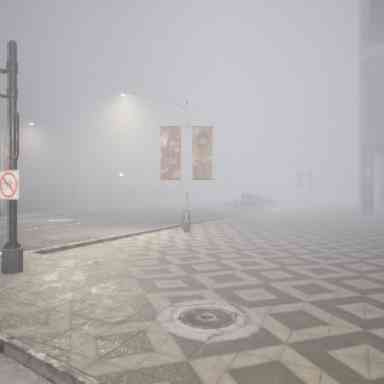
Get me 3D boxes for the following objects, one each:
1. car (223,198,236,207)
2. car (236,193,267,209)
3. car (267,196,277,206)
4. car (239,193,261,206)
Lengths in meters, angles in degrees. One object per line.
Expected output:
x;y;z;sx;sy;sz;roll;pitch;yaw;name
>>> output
6.221;1.570;49.020;1.895;1.301;4.718;0;0;27;car
8.270;1.189;45.801;2.150;2.045;5.566;0;0;27;car
12.794;1.449;55.126;2.128;1.511;4.902;0;0;26;car
9.888;1.183;56.582;2.150;2.045;5.566;0;0;26;car
